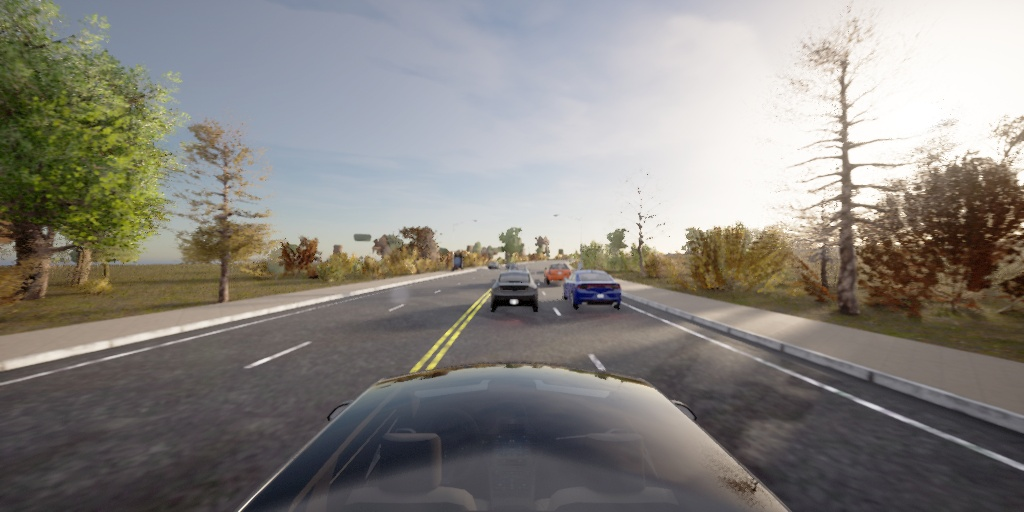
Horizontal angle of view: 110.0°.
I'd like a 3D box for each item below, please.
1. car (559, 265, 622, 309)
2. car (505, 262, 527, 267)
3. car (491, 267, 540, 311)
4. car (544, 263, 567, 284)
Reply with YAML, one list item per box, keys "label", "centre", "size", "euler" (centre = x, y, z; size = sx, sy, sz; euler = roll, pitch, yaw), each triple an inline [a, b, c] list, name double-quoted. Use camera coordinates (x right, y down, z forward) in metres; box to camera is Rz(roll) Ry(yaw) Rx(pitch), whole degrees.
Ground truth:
- label: "car"
  centre: [3.413, 1.373, 15.990]
  size: [1.882, 1.535, 5.008]
  euler: [0, 0, 2]
- label: "car"
  centre: [0.582, 1.522, 30.255]
  size: [2.128, 1.511, 4.902]
  euler: [0, 0, 3]
- label: "car"
  centre: [0.140, 1.397, 15.298]
  size: [1.837, 1.490, 4.892]
  euler: [0, 0, 2]
- label: "car"
  centre: [3.828, 1.376, 30.067]
  size: [2.097, 1.767, 4.553]
  euler: [0, -1, 3]
